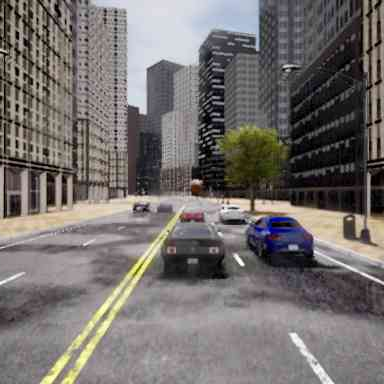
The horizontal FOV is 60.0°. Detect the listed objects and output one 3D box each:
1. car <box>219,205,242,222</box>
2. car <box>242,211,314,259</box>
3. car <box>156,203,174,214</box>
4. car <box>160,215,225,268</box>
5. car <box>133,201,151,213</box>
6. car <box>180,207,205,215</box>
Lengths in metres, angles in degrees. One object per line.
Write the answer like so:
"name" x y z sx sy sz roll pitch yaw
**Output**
"car" 3.314 1.786 28.021 1.812 1.442 4.674 0 0 0
"car" 3.309 1.650 13.087 1.812 1.442 4.674 0 0 0
"car" -3.338 1.979 41.623 1.895 1.301 4.718 0 -1 0
"car" 0.047 1.713 11.722 1.895 1.301 4.718 0 -1 1
"car" -6.575 1.888 43.738 2.128 1.511 4.902 0 -1 0
"car" 0.054 1.850 26.721 1.895 1.301 4.718 0 0 1
